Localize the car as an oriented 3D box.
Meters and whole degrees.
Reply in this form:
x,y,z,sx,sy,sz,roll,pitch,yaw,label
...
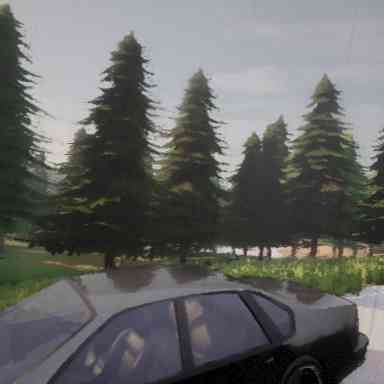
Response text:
x,y,z,sx,sy,sz,roll,pitch,yaw,label
-0.563,1.495,3.116,5.357,1.411,2.033,1,1,-32,car
